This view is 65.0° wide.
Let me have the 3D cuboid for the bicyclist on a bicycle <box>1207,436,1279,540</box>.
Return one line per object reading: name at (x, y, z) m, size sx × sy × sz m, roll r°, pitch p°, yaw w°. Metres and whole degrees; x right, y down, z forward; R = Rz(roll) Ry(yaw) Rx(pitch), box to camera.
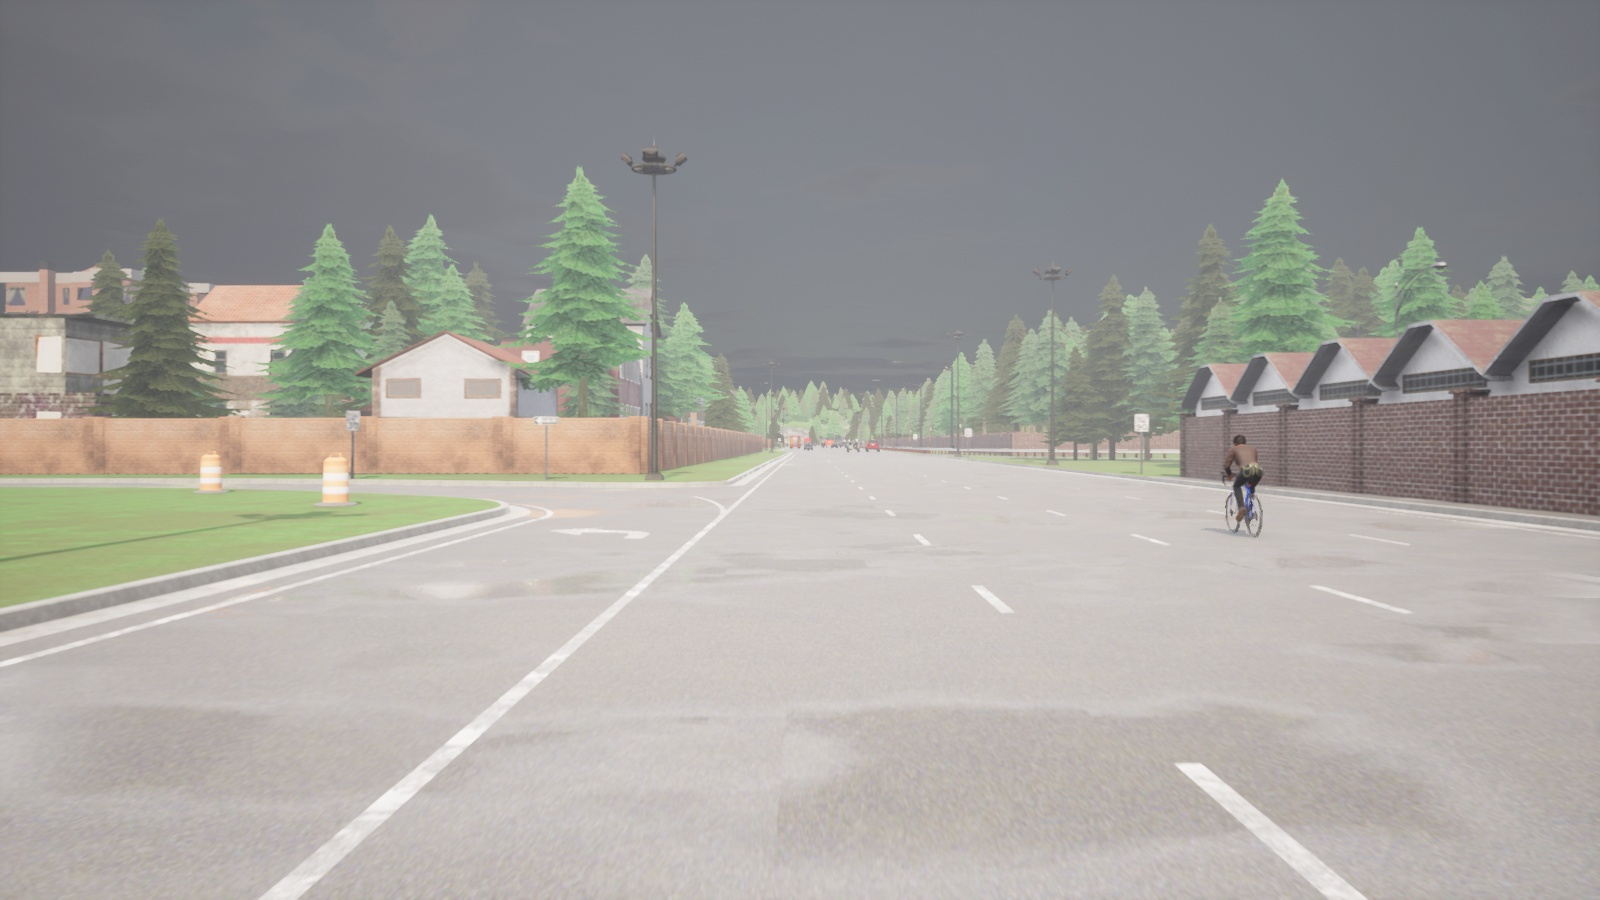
bicyclist on a bicycle at (7.131, 0.591, 20.276) m, size 0.582 × 1.620 × 1.656 m, roll 0°, pitch 0°, yaw 0°
